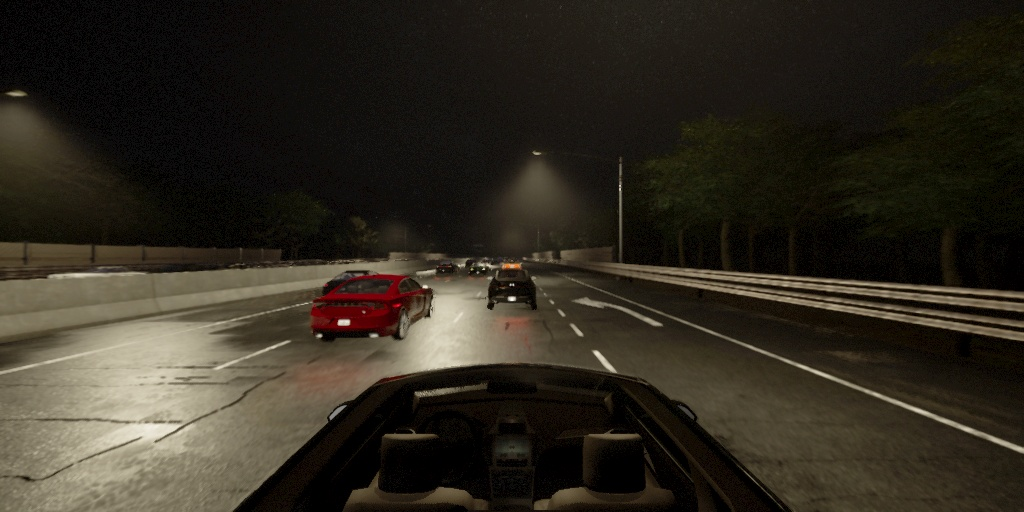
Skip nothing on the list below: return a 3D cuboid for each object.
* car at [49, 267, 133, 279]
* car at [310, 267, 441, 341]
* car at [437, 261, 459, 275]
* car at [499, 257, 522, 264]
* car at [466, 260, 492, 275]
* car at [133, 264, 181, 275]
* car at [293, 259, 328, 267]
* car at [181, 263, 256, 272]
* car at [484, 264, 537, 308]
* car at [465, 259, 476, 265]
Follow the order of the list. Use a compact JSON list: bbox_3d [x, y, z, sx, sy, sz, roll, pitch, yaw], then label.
[{"bbox_3d":[-28.095,1.384,24.555,1.895,1.301,4.718,0,0,0],"label":"car"},{"bbox_3d":[-3.502,1.240,9.945,1.882,1.535,5.008,0,0,0],"label":"car"},{"bbox_3d":[-7.005,1.284,39.170,2.128,1.511,4.902,0,0,0],"label":"car"},{"bbox_3d":[-0.006,1.145,39.113,2.097,1.767,4.553,0,0,0],"label":"car"},{"bbox_3d":[-3.507,1.394,39.182,1.895,1.301,4.718,0,0,0],"label":"car"},{"bbox_3d":[-24.590,1.312,26.612,1.812,1.442,4.674,0,0,0],"label":"car"},{"bbox_3d":[-17.588,1.141,30.991,2.097,1.767,4.553,0,0,0],"label":"car"},{"bbox_3d":[-21.097,1.291,26.495,1.837,1.490,4.892,0,0,0],"label":"car"},{"bbox_3d":[-0.002,1.277,15.181,1.837,1.490,4.892,0,0,0],"label":"car"},{"bbox_3d":[-7.012,1.251,63.038,1.882,1.535,5.008,0,0,0],"label":"car"}]
